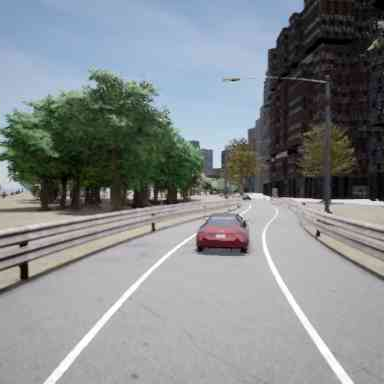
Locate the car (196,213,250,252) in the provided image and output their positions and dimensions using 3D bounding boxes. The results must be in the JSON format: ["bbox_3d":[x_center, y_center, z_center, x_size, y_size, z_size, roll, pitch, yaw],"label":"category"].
[{"bbox_3d":[1.403,1.570,14.026,1.994,1.385,4.181,0,0,10],"label":"car"}]

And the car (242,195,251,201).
[{"bbox_3d":[13.220,1.461,82.398,1.837,1.490,4.892,0,0,-2],"label":"car"}]
